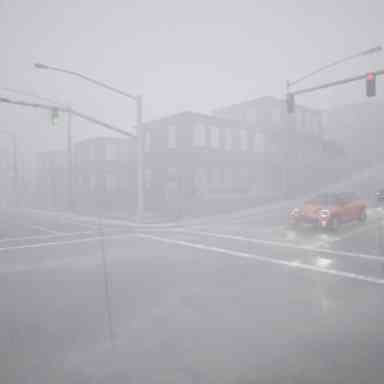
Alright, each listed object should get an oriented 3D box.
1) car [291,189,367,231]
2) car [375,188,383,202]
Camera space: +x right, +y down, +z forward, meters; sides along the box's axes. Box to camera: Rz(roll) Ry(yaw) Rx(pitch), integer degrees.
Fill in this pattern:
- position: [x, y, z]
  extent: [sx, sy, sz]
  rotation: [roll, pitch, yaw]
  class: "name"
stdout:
- position: [7.031, 0.822, 17.078]
  extent: [4.553, 1.767, 2.097]
  rotation: [-6, 4, -40]
  class: "car"
- position: [14.803, -0.166, 23.553]
  extent: [4.718, 1.301, 1.895]
  rotation: [-12, 8, -39]
  class: "car"
